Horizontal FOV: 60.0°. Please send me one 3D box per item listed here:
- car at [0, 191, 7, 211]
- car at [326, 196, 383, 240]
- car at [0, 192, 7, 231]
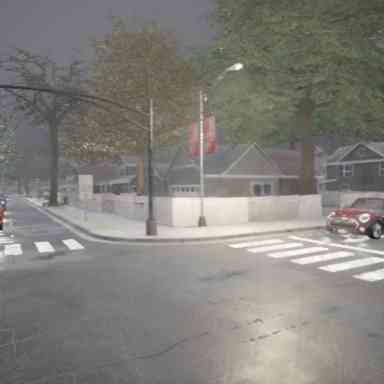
[{"bbox_3d":[-21.952,0.986,37.205,2.150,2.045,5.566,-1,1,-28],"label":"car"},{"bbox_3d":[8.176,0.999,14.929,4.553,1.767,2.097,-1,1,-29],"label":"car"},{"bbox_3d":[-12.088,1.100,19.190,2.150,2.045,5.566,-1,1,-29],"label":"car"}]
